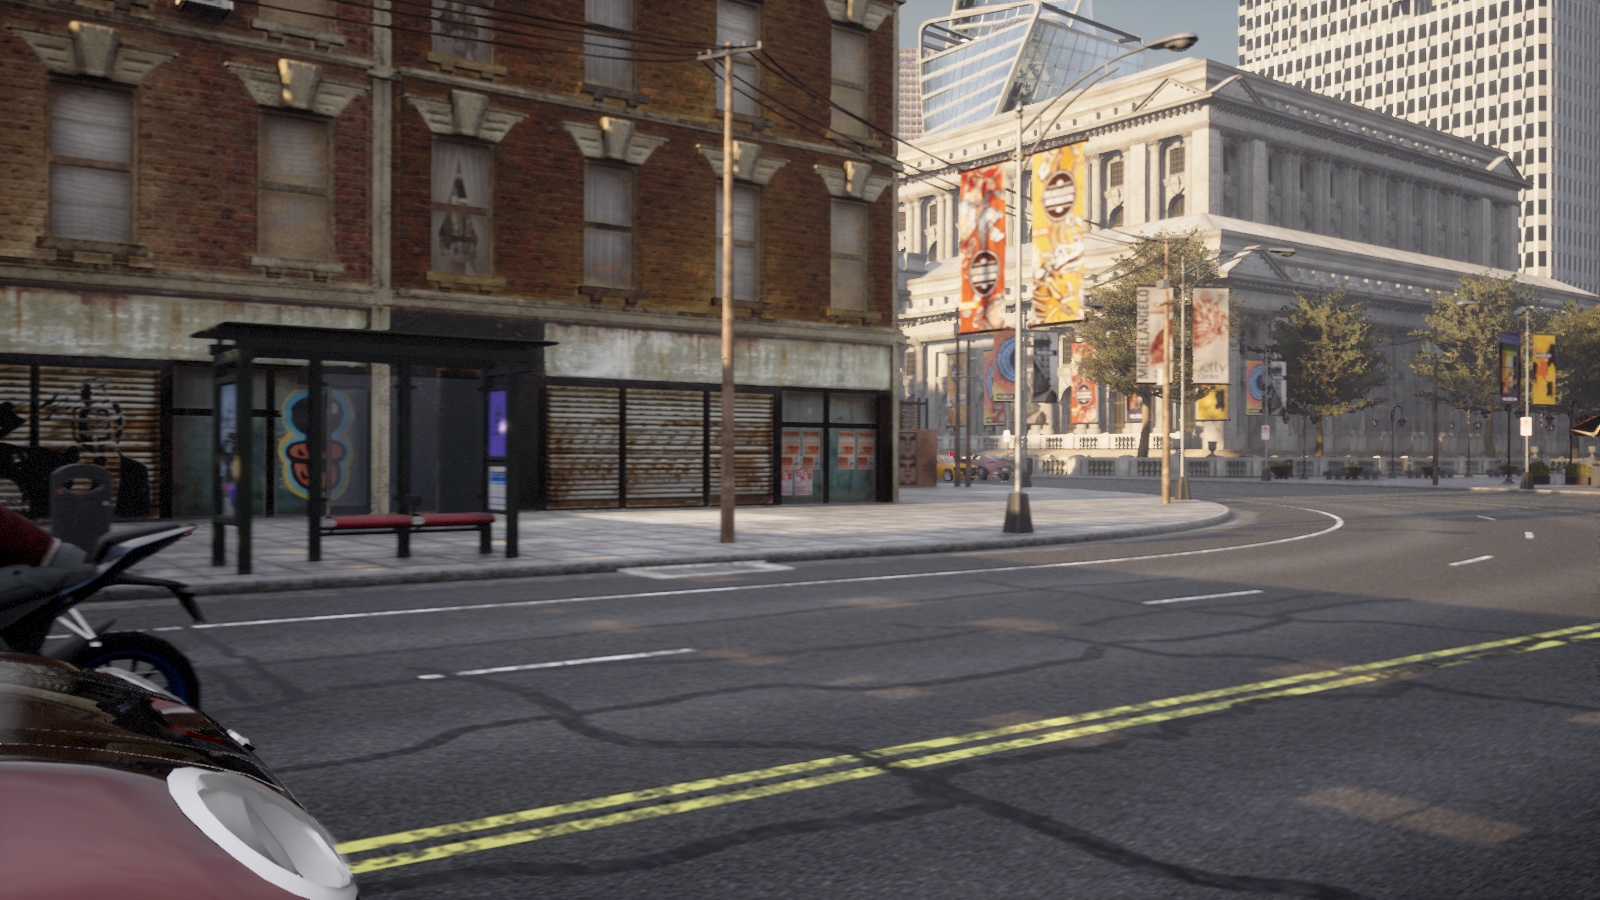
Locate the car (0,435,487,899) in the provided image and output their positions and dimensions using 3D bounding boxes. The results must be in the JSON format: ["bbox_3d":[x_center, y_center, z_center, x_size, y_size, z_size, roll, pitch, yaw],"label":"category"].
[{"bbox_3d":[-2.639,0.718,1.773,3.806,1.475,1.970,0,0,-35],"label":"car"}]

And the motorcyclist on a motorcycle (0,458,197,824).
[{"bbox_3d":[-3.882,0.802,5.419,2.191,1.530,0.866,0,0,-36],"label":"motorcyclist on a motorcycle"}]

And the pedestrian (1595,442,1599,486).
[{"bbox_3d":[33.283,0.568,51.916,0.345,1.836,0.594,0,0,-19],"label":"pedestrian"}]

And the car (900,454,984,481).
[{"bbox_3d":[8.112,0.982,72.115,1.882,1.535,5.008,0,0,-36],"label":"car"}]

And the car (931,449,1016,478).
[{"bbox_3d":[10.332,0.793,75.075,2.152,1.651,5.027,0,0,-37],"label":"car"}]
